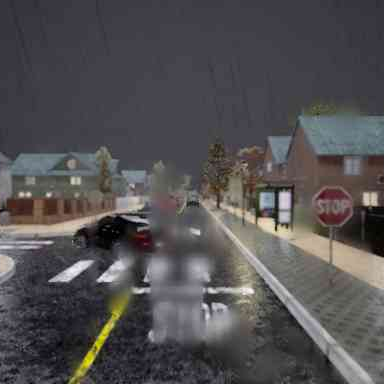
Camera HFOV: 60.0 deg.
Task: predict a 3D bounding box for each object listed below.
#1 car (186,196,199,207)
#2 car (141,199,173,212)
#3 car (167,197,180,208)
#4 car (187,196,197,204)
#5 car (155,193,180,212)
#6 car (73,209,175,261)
[{"bbox_3d":[0.116,1.609,53.613,1.994,1.385,4.181,0,0,0],"label":"car"},{"bbox_3d":[-2.869,1.515,24.672,2.033,1.411,5.357,0,0,1],"label":"car"},{"bbox_3d":[-2.808,1.564,51.499,1.812,1.442,4.674,0,0,-1],"label":"car"},{"bbox_3d":[0.031,1.618,66.645,1.837,1.490,4.892,0,0,0],"label":"car"},{"bbox_3d":[-2.811,1.201,37.456,2.150,2.045,5.566,0,1,1],"label":"car"},{"bbox_3d":[-2.562,1.499,12.195,1.812,1.442,4.674,2,-1,-43],"label":"car"}]
